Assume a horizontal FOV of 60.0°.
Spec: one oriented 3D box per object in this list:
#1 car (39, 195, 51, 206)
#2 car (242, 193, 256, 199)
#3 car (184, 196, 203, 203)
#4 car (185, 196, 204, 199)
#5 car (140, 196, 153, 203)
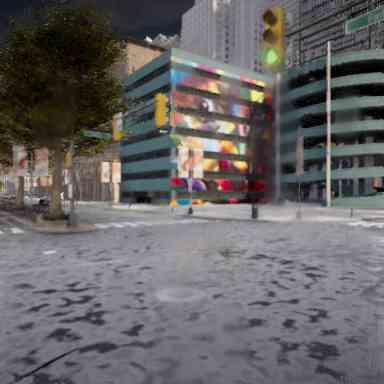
[{"bbox_3d":[-24.525,1.408,56.761,2.097,1.767,4.553,0,0,-37],"label":"car"},{"bbox_3d":[14.813,1.314,86.527,2.435,2.045,5.566,0,0,-36],"label":"car"},{"bbox_3d":[0.278,1.662,75.051,1.895,1.301,4.718,0,0,-36],"label":"car"},{"bbox_3d":[1.082,1.485,61.117,2.002,1.452,4.674,0,0,-36],"label":"car"},{"bbox_3d":[-9.383,1.558,68.616,2.161,1.482,4.786,0,0,-36],"label":"car"}]
